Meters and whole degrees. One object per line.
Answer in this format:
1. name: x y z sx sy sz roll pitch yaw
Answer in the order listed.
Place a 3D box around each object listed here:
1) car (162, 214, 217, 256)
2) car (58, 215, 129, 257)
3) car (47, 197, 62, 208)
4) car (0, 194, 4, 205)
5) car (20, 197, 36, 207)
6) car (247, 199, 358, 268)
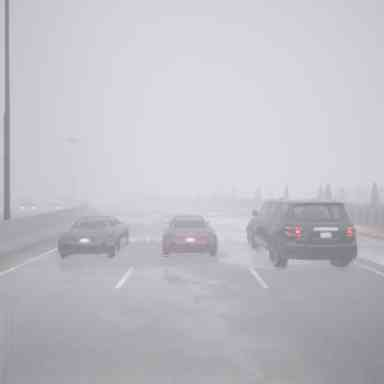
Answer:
1. car: -0.169 1.576 13.183 1.994 1.385 4.181 0 0 -3
2. car: -3.663 1.575 12.987 1.994 1.385 4.181 0 0 -3
3. car: -21.018 1.571 50.641 1.812 1.442 4.674 0 0 -27
4. car: -29.487 1.265 51.736 2.150 2.045 5.566 0 0 -29
5. car: -25.291 1.551 51.258 1.837 1.490 4.892 0 0 -28
6. car: 3.441 1.232 11.467 2.150 2.045 5.566 0 0 -2
